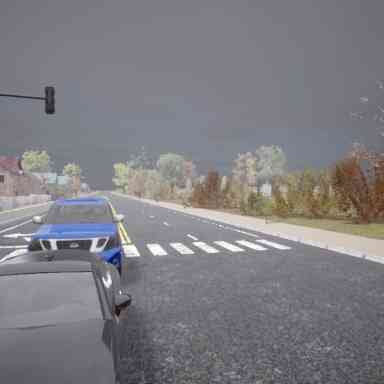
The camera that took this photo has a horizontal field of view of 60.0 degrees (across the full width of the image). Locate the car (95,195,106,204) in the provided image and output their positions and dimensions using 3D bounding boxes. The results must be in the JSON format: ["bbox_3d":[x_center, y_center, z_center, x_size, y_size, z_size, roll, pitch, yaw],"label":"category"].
[{"bbox_3d":[-17.416,1.422,63.395,1.882,1.535,5.008,0,0,-15],"label":"car"}]

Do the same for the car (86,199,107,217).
[{"bbox_3d":[-9.226,1.488,32.384,1.837,1.490,4.892,0,0,-15],"label":"car"}]

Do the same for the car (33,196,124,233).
[{"bbox_3d":[-3.336,1.219,10.078,2.150,2.045,5.566,0,0,-15],"label":"car"}]

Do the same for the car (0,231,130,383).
[{"bbox_3d":[-1.746,1.525,3.976,1.812,1.442,4.674,0,0,-12],"label":"car"}]
